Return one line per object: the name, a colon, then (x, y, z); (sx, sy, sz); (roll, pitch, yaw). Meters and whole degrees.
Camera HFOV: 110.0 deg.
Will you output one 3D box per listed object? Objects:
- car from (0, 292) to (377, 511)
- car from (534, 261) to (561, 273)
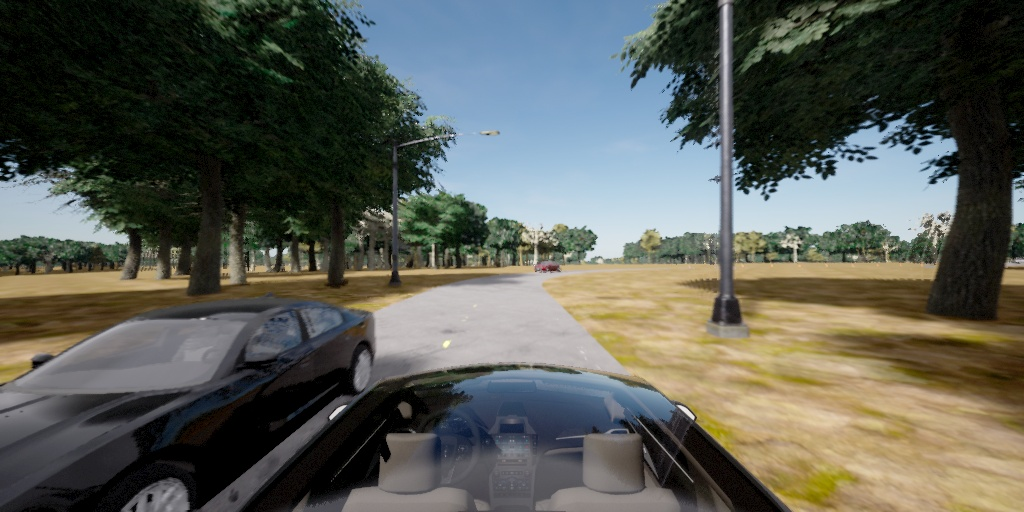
car: (-3.096, 1.231, 3.752); (1.882, 1.535, 5.008); (0, 0, 0)
car: (4.735, 1.457, 47.795); (1.882, 1.535, 5.008); (-1, -1, 34)
